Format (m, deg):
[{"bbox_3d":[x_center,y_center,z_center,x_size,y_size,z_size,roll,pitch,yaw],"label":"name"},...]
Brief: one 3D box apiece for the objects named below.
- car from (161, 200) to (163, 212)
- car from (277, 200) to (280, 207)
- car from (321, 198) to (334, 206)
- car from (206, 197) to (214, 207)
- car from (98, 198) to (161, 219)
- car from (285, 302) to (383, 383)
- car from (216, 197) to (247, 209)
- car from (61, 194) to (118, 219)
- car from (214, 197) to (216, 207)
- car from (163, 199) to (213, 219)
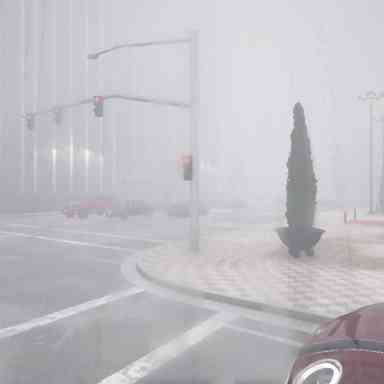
[{"bbox_3d":[-3.169,1.564,38.046,1.994,1.385,4.181,0,0,35],"label":"car"},{"bbox_3d":[14.835,1.353,51.308,2.097,1.767,4.553,0,0,35],"label":"car"},{"bbox_3d":[22.646,1.601,56.400,1.895,1.301,4.718,0,0,34],"label":"car"},{"bbox_3d":[-0.067,1.492,36.381,2.128,1.511,4.902,0,0,35],"label":"car"},{"bbox_3d":[-5.277,1.492,28.909,2.128,1.511,4.902,0,0,35],"label":"car"},{"bbox_3d":[2.862,1.352,1.929,4.553,1.767,2.097,0,0,36],"label":"car"},{"bbox_3d":[5.743,1.492,44.700,2.128,1.511,4.902,0,0,35],"label":"car"},{"bbox_3d":[-8.872,1.221,29.858,2.150,2.045,5.566,0,0,35],"label":"car"},{"bbox_3d":[2.660,1.478,46.399,1.882,1.535,5.008,0,0,35],"label":"car"},{"bbox_3d":[-0.262,1.564,29.630,1.994,1.385,4.181,0,0,35],"label":"car"}]
